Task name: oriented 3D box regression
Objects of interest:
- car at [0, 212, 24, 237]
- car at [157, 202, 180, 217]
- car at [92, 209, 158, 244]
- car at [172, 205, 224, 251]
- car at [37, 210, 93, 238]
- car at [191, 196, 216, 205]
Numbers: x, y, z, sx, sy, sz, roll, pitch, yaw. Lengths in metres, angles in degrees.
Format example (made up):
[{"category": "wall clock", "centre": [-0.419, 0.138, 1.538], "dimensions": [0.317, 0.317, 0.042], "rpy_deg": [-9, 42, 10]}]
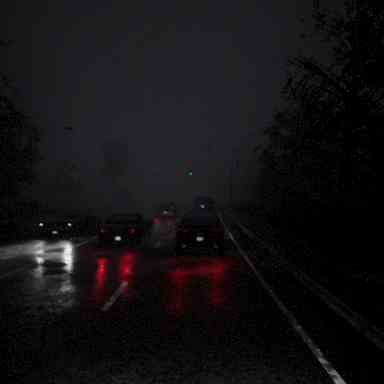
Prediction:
[{"category": "car", "centre": [-10.284, 1.662, 16.576], "dimensions": [1.994, 1.385, 4.181], "rpy_deg": [0, 0, 2]}, {"category": "car", "centre": [-2.357, 1.698, 33.295], "dimensions": [2.128, 1.511, 4.902], "rpy_deg": [0, 0, 3]}, {"category": "car", "centre": [-3.092, 1.702, 16.422], "dimensions": [1.895, 1.301, 4.718], "rpy_deg": [0, 0, 2]}, {"category": "car", "centre": [0.356, 1.570, 14.599], "dimensions": [1.882, 1.535, 5.008], "rpy_deg": [0, 0, 2]}, {"category": "car", "centre": [-6.722, 1.714, 18.669], "dimensions": [1.895, 1.301, 4.718], "rpy_deg": [0, 0, 2]}, {"category": "car", "centre": [1.111, 1.426, 32.643], "dimensions": [2.150, 2.045, 5.566], "rpy_deg": [0, 0, 3]}]
